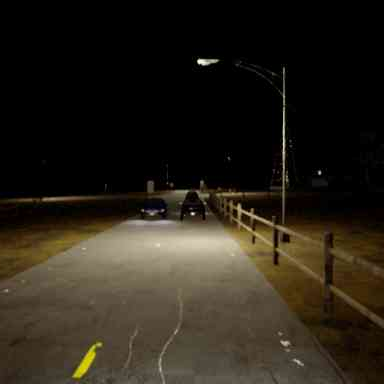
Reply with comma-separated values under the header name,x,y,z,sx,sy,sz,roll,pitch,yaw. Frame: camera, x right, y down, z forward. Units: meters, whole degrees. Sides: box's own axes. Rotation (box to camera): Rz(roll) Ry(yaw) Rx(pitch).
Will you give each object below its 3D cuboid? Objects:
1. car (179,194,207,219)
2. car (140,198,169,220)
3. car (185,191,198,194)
name,x,y,z,sx,sy,sz,roll,pitch,yaw
car,0.075,1.218,25.685,1.837,1.490,4.892,0,2,0
car,-2.771,1.237,25.595,1.812,1.442,4.674,0,1,1
car,0.027,0.627,46.977,1.882,1.535,5.008,0,2,0
